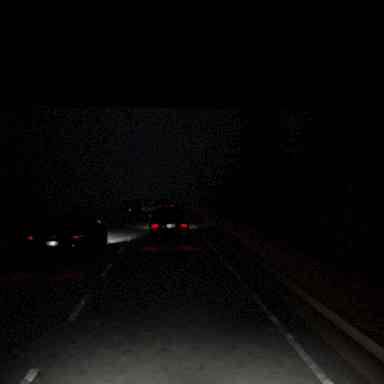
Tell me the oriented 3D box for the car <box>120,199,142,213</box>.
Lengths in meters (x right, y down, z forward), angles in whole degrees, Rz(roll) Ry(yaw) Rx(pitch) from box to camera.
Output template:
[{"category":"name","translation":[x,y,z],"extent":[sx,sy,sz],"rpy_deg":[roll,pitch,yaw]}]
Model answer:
[{"category":"car","translation":[-6.122,1.394,33.840],"extent":[1.895,1.301,4.718],"rpy_deg":[0,0,-5]}]

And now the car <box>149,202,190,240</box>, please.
[{"category":"car","translation":[-1.137,1.443,16.302],"extent":[2.033,1.411,5.357],"rpy_deg":[0,0,-5]}]

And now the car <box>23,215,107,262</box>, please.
[{"category":"car","translation":[-4.314,1.496,11.917],"extent":[1.994,1.385,4.181],"rpy_deg":[0,0,-4]}]

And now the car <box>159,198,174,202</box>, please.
[{"category":"car","translation":[-2.623,1.330,34.021],"extent":[2.033,1.411,5.357],"rpy_deg":[0,0,-5]}]
